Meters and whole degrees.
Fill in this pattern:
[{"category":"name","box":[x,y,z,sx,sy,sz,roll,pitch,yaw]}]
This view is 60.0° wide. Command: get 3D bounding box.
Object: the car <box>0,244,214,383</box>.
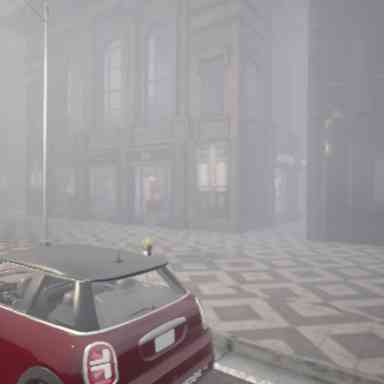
[{"category":"car","box":[-1.834,1.413,4.271,4.097,1.590,1.967,1,0,36]}]
